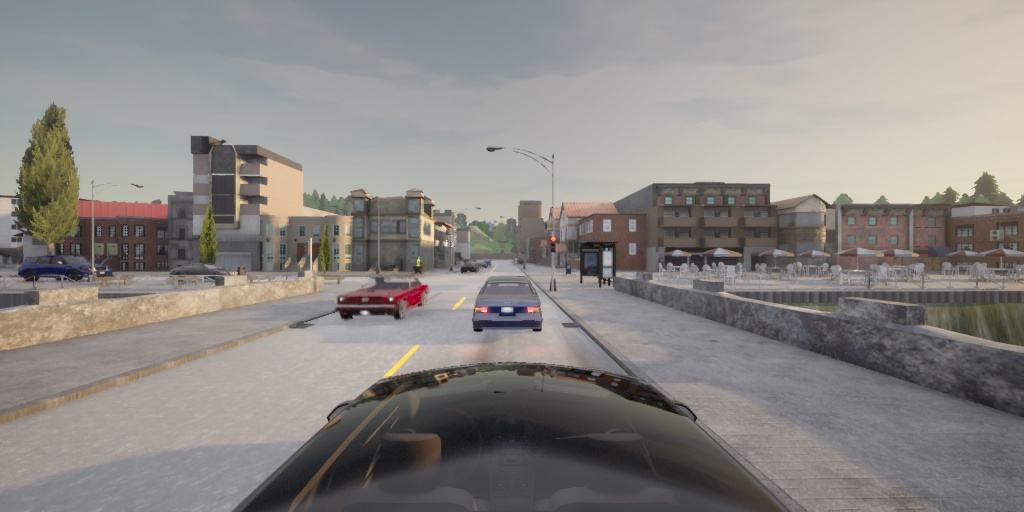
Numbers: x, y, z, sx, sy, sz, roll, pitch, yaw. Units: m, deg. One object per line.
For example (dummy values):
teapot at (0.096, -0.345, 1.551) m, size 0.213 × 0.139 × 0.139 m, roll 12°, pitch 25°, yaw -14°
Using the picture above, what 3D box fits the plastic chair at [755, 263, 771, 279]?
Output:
plastic chair at (21.211, 1.279, 30.503) m, size 0.730 × 1.272 × 0.750 m, roll 0°, pitch 0°, yaw -1°

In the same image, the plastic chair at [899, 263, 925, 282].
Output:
plastic chair at (30.069, 1.279, 26.942) m, size 0.750 × 1.272 × 0.730 m, roll 0°, pitch 0°, yaw -1°

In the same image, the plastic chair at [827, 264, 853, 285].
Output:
plastic chair at (22.209, 1.279, 24.318) m, size 0.730 × 1.272 × 0.750 m, roll 0°, pitch 0°, yaw -1°

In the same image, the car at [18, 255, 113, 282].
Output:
car at (-35.074, 0.971, 28.255) m, size 5.566 × 2.045 × 2.150 m, roll 0°, pitch 0°, yaw -1°

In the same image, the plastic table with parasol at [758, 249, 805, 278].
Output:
plastic table with parasol at (22.412, 0.675, 30.472) m, size 2.482 × 2.480 × 2.482 m, roll 0°, pitch 0°, yaw -1°

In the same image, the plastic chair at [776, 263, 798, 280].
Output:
plastic chair at (22.333, 1.279, 29.120) m, size 0.750 × 1.272 × 0.730 m, roll 0°, pitch 0°, yaw -1°

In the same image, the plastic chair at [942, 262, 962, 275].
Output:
plastic chair at (44.916, 1.279, 36.679) m, size 0.730 × 1.272 × 0.750 m, roll 0°, pitch 0°, yaw -1°

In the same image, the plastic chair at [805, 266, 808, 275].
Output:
plastic chair at (28.236, 1.279, 35.315) m, size 0.730 × 1.272 × 0.750 m, roll 0°, pitch 0°, yaw -1°

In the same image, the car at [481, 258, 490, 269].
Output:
car at (-5.012, 1.275, 57.614) m, size 1.812 × 1.442 × 4.674 m, roll 0°, pitch 0°, yaw -1°

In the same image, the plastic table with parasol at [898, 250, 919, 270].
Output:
plastic table with parasol at (30.058, 0.675, 28.222) m, size 2.482 × 2.480 × 2.482 m, roll 0°, pitch 0°, yaw -1°

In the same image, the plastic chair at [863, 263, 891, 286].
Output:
plastic chair at (23.331, 1.279, 22.935) m, size 0.750 × 1.272 × 0.730 m, roll 0°, pitch 0°, yaw -1°

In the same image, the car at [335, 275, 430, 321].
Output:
car at (-4.307, 1.351, 12.652) m, size 1.895 × 1.301 × 4.718 m, roll 0°, pitch 0°, yaw -1°

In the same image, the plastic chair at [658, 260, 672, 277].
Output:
plastic chair at (14.163, 1.279, 33.491) m, size 0.730 × 1.272 × 0.750 m, roll 0°, pitch 0°, yaw -1°

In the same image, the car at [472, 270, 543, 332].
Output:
car at (-0.119, 1.297, 10.834) m, size 2.033 × 1.411 × 5.357 m, roll 0°, pitch 0°, yaw 0°

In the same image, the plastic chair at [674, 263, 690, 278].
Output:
plastic chair at (15.285, 1.279, 32.109) m, size 0.750 × 1.272 × 0.730 m, roll 0°, pitch 0°, yaw -1°

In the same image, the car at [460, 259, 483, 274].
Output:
car at (-4.761, 1.351, 41.031) m, size 1.895 × 1.301 × 4.718 m, roll 0°, pitch 0°, yaw -1°

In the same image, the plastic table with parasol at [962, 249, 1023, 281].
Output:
plastic table with parasol at (37.353, 0.675, 27.368) m, size 2.482 × 2.480 × 2.482 m, roll 0°, pitch 0°, yaw -1°

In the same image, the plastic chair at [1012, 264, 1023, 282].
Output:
plastic chair at (37.384, 1.279, 26.058) m, size 0.750 × 1.272 × 0.730 m, roll 0°, pitch 0°, yaw -1°

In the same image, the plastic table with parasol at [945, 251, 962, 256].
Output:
plastic table with parasol at (46.118, 0.675, 36.578) m, size 2.482 × 2.480 × 2.482 m, roll 0°, pitch 0°, yaw -1°

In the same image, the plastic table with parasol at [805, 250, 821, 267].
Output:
plastic table with parasol at (29.666, 0.675, 35.307) m, size 2.482 × 2.480 × 2.482 m, roll 0°, pitch 0°, yaw -1°

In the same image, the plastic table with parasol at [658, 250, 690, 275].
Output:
plastic table with parasol at (15.385, 0.675, 33.391) m, size 2.482 × 2.480 × 2.482 m, roll 0°, pitch 0°, yaw -1°

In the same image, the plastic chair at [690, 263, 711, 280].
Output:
plastic chair at (13.487, 1.279, 25.680) m, size 0.730 × 1.272 × 0.750 m, roll 0°, pitch 0°, yaw -1°

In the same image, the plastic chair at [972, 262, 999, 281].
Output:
plastic chair at (36.224, 1.279, 27.438) m, size 0.730 × 1.272 × 0.750 m, roll 0°, pitch 0°, yaw -1°

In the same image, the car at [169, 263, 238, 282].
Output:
car at (-24.344, 1.276, 28.442) m, size 4.674 × 1.442 × 1.812 m, roll 0°, pitch 0°, yaw -1°

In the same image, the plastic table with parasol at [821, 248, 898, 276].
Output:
plastic table with parasol at (23.410, 0.675, 24.287) m, size 2.482 × 2.480 × 2.482 m, roll 0°, pitch 0°, yaw -1°

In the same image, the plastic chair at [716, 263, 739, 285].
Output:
plastic chair at (14.609, 1.279, 24.297) m, size 0.750 × 1.272 × 0.730 m, roll 0°, pitch 0°, yaw -1°

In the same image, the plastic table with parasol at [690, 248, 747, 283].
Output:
plastic table with parasol at (14.759, 0.675, 25.560) m, size 2.482 × 2.480 × 2.482 m, roll 0°, pitch 0°, yaw -1°

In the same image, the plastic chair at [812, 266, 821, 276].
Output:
plastic chair at (29.358, 1.279, 33.932) m, size 0.750 × 1.272 × 0.730 m, roll 0°, pitch 0°, yaw -1°
